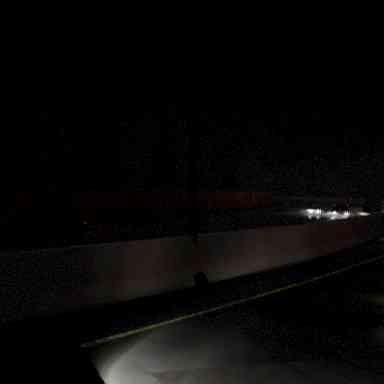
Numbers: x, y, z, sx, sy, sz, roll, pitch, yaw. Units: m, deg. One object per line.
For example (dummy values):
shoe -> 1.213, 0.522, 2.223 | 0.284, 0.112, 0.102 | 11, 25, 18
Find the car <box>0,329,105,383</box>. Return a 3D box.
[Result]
car -> -3.103, 1.546, 1.624 | 5.357, 1.411, 2.033 | 0, 0, -35
